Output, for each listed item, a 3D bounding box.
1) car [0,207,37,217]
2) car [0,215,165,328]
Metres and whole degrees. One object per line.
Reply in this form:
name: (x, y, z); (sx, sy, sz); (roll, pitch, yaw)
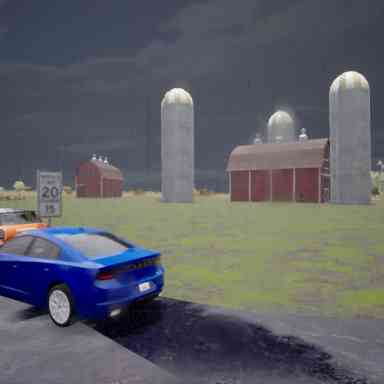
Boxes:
car: (-7.146, 1.371, 12.033); (4.553, 1.767, 2.097); (0, 0, 33)
car: (-2.898, 1.480, 7.063); (5.008, 1.535, 1.882); (0, 0, 33)
